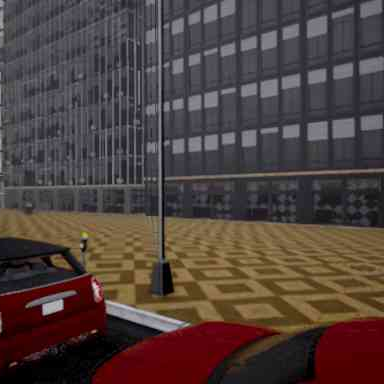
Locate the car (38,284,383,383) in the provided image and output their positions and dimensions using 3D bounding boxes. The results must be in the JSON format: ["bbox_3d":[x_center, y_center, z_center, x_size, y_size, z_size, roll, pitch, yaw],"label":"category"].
[{"bbox_3d":[1.220,1.545,2.008,4.507,1.381,1.887,0,0,35],"label":"car"}]

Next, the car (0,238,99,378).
[{"bbox_3d":[-3.290,1.443,5.224,4.097,1.590,1.967,0,0,35],"label":"car"}]
